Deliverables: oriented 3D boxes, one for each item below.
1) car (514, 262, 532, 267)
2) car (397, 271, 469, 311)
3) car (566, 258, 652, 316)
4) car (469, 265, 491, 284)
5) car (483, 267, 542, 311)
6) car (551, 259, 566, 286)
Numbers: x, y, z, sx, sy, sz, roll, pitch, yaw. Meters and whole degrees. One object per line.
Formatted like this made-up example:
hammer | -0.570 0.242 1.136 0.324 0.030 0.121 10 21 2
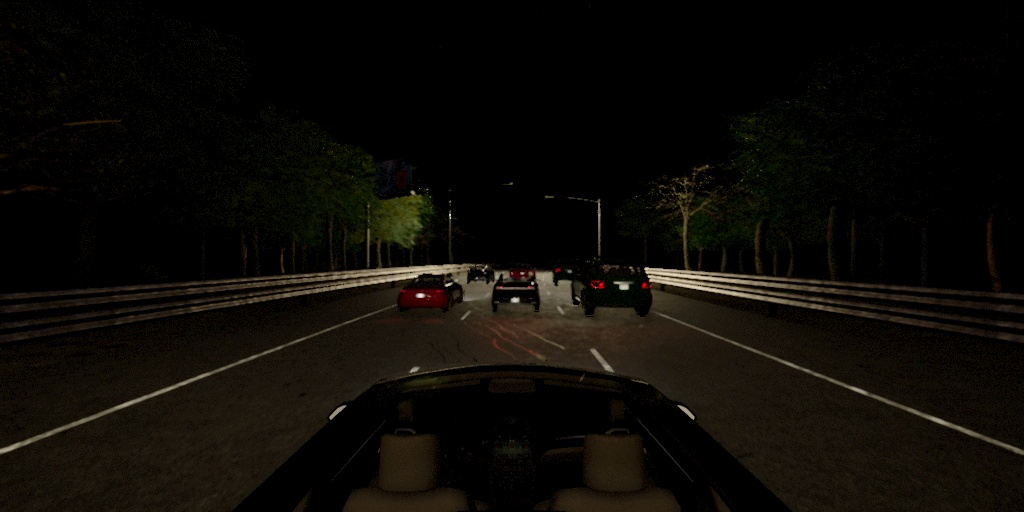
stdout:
car | 0.950 1.391 29.849 2.097 1.767 4.553 0 -1 4
car | -3.284 1.452 15.166 1.994 1.385 4.181 0 0 2
car | 3.666 1.101 14.106 2.150 2.045 5.566 0 0 2
car | -2.539 1.535 30.153 2.128 1.511 4.902 0 0 5
car | 0.214 1.380 15.141 2.128 1.511 4.902 0 0 2
car | 4.369 1.253 28.786 2.150 2.045 5.566 0 0 4
